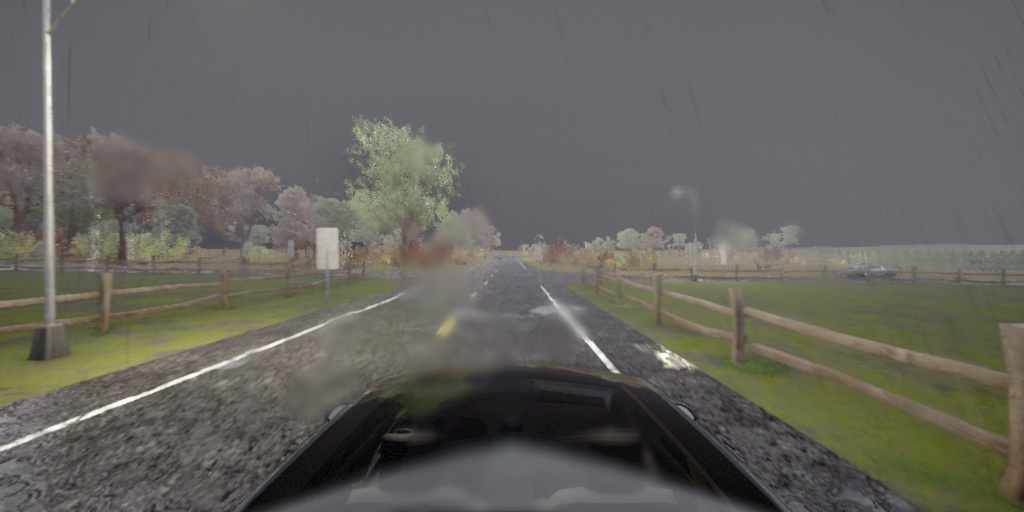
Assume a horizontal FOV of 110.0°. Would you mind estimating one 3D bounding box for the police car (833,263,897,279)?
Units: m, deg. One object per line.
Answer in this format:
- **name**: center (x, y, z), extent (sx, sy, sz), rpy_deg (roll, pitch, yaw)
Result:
- **police car**: center (34.391, 1.505, 35.127), extent (4.974, 1.542, 2.038), rpy_deg (1, 1, 0)
